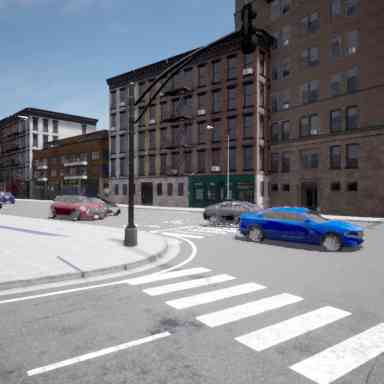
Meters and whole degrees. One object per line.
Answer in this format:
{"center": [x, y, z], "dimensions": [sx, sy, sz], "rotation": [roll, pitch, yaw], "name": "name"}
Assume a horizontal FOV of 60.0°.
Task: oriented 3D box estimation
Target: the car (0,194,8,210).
{"center": [-20.693, 1.093, 33.502], "dimensions": [4.181, 1.385, 1.994], "rotation": [1, 0, 40], "name": "car"}

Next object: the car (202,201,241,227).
{"center": [2.956, 1.317, 19.455], "dimensions": [4.902, 1.511, 2.128], "rotation": [1, 0, 31], "name": "car"}

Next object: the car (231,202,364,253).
{"center": [4.386, 1.406, 13.887], "dimensions": [5.008, 1.535, 1.882], "rotation": [1, 2, 36], "name": "car"}

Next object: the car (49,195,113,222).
{"center": [-8.054, 1.042, 23.323], "dimensions": [4.553, 1.767, 2.097], "rotation": [1, 0, 38], "name": "car"}

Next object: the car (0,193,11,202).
{"center": [-33.140, 0.897, 57.609], "dimensions": [4.674, 1.442, 1.812], "rotation": [1, 0, 43], "name": "car"}

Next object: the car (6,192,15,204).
{"center": [-27.583, 0.786, 48.232], "dimensions": [4.553, 1.767, 2.097], "rotation": [1, 0, 41], "name": "car"}

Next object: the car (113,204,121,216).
{"center": [-7.820, 1.206, 27.256], "dimensions": [4.674, 1.442, 1.812], "rotation": [1, 0, 38], "name": "car"}

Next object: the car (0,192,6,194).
{"center": [-26.008, 0.952, 42.305], "dimensions": [4.902, 1.511, 2.128], "rotation": [0, 0, 41], "name": "car"}
